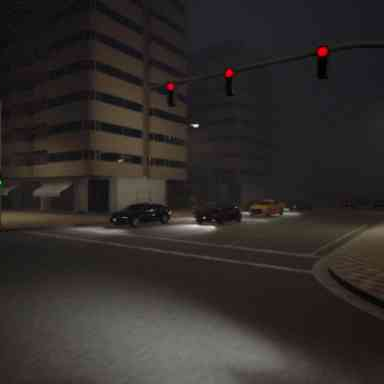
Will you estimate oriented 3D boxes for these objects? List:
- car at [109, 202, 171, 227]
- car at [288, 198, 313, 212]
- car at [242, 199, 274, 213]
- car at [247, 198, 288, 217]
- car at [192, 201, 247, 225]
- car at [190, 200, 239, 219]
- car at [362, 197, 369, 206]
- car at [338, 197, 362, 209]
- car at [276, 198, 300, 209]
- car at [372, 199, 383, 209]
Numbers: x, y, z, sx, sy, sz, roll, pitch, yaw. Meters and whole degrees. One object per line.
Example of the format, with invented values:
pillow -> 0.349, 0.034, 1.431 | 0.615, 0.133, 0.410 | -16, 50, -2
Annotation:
car -> -3.407, 1.487, 22.641 | 1.837, 1.490, 4.892 | 0, 0, 35
car -> 13.080, 1.489, 39.919 | 2.128, 1.511, 4.902 | 0, 0, 35
car -> 7.652, 1.545, 38.295 | 1.994, 1.385, 4.181 | 0, 0, 36
car -> 7.112, 1.475, 31.480 | 1.882, 1.535, 5.008 | 0, 0, 35
car -> 1.967, 1.562, 24.189 | 1.994, 1.385, 4.181 | 0, 0, 35
car -> 2.207, 1.529, 30.602 | 2.033, 1.411, 5.357 | 0, 0, 35
car -> 27.333, 1.506, 53.733 | 2.128, 1.511, 4.902 | 0, 0, 35
car -> 21.131, 1.562, 44.939 | 2.033, 1.411, 5.357 | 0, 0, 35
car -> 13.439, 1.545, 46.462 | 1.994, 1.385, 4.181 | 0, 0, 36
car -> 26.497, 1.595, 46.468 | 1.994, 1.385, 4.181 | 0, 0, 35
